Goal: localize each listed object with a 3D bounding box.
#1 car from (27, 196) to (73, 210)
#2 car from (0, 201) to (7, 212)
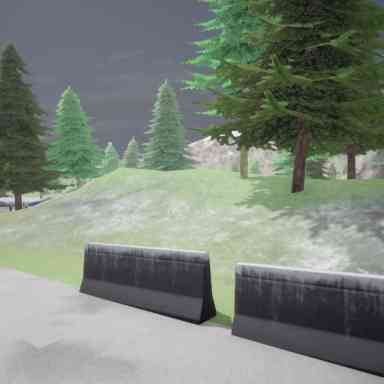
[{"bbox_3d":[-18.462,1.374,42.803,5.008,1.535,1.882,0,0,-42],"label":"car"},{"bbox_3d":[-21.870,1.398,34.400,2.128,1.511,4.902,0,0,42],"label":"car"}]
